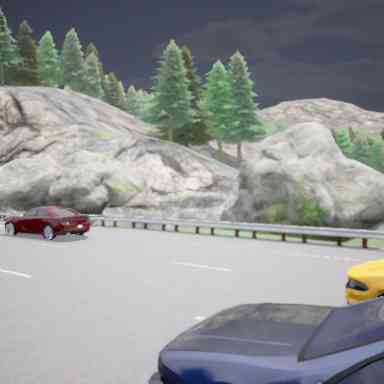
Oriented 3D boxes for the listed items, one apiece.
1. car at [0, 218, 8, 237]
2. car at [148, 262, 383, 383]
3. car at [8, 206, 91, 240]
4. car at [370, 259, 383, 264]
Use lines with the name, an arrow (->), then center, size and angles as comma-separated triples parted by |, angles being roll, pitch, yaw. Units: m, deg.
car -> -10.589, 1.351, 14.677 | 4.553, 1.767, 2.097 | 0, 0, 30
car -> 2.198, 1.539, 2.391 | 5.357, 1.411, 2.033 | 0, 0, 35
car -> -7.360, 1.468, 16.854 | 5.008, 1.535, 1.882 | 0, 0, 31
car -> 4.896, 1.461, 4.695 | 5.008, 1.535, 1.882 | 0, 0, 36
